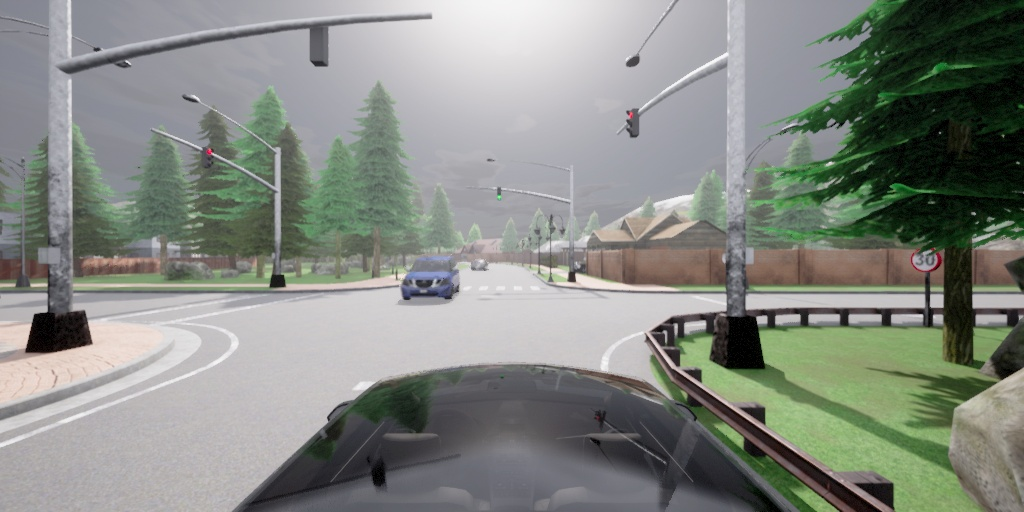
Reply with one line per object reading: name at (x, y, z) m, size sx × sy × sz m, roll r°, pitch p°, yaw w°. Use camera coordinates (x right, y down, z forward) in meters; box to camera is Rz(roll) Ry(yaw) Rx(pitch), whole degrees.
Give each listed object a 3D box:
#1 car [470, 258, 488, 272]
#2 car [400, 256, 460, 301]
car at (-4.152, 1.228, 45.992) m, size 2.128 × 1.511 × 4.902 m, roll 0°, pitch 1°, yaw 2°
car at (-3.805, 1.052, 17.648) m, size 2.150 × 2.045 × 5.566 m, roll 0°, pitch 1°, yaw -3°
